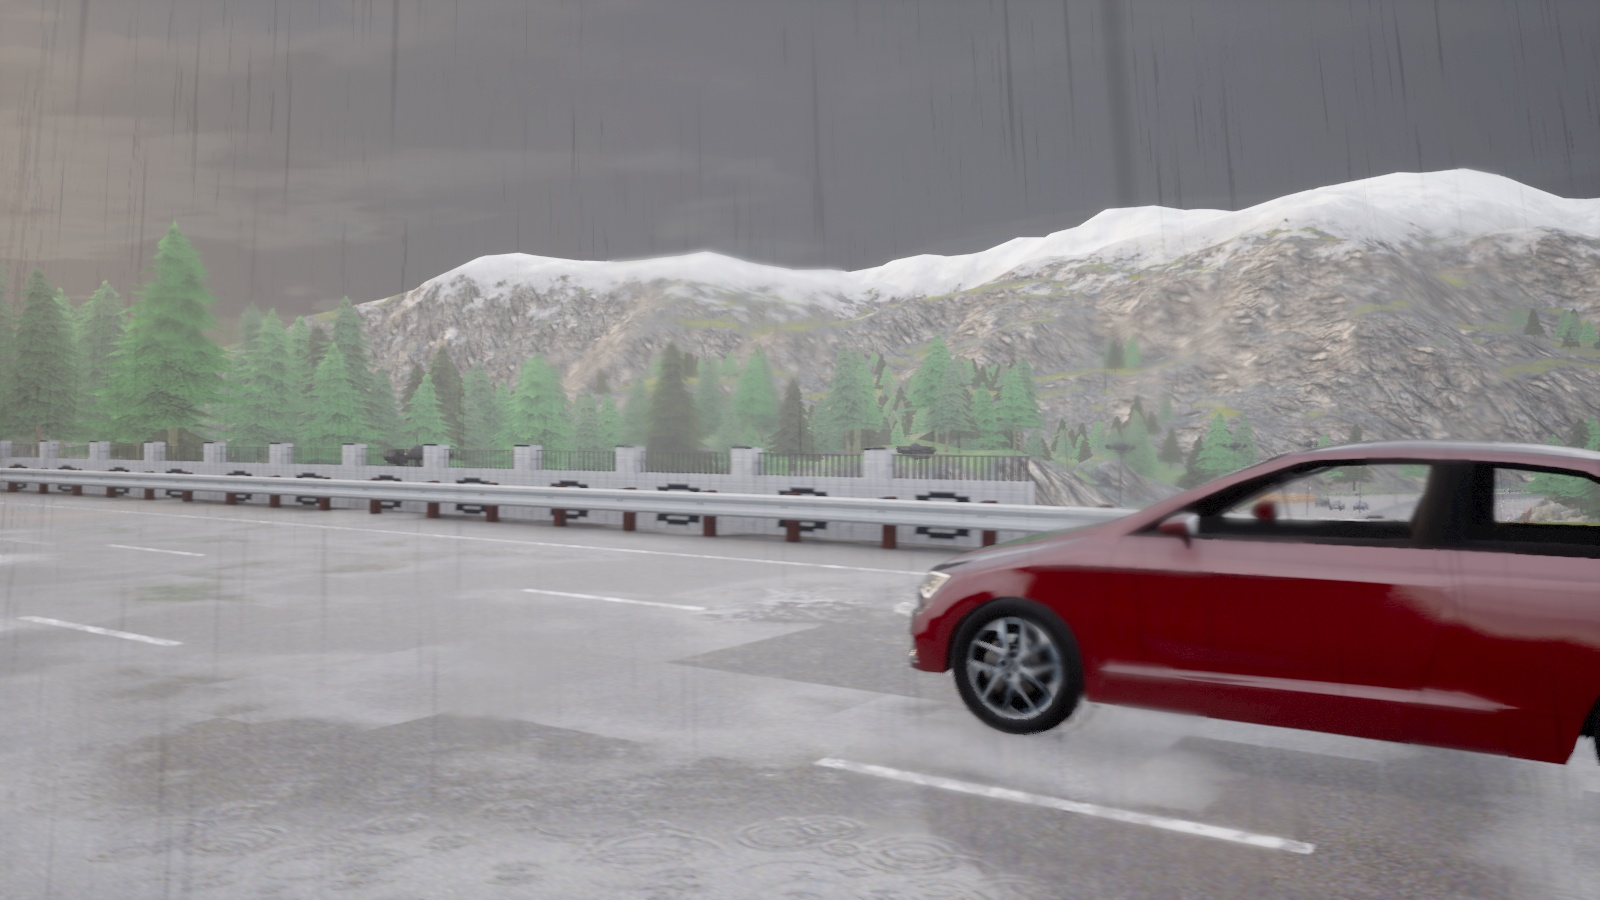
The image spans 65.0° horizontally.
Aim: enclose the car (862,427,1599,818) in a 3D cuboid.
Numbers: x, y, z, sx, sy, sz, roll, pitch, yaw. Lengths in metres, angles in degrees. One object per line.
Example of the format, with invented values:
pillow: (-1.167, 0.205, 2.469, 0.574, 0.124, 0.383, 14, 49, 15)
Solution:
car: (2.577, 0.638, 6.113, 4.193, 1.474, 1.816, 0, 1, 34)
